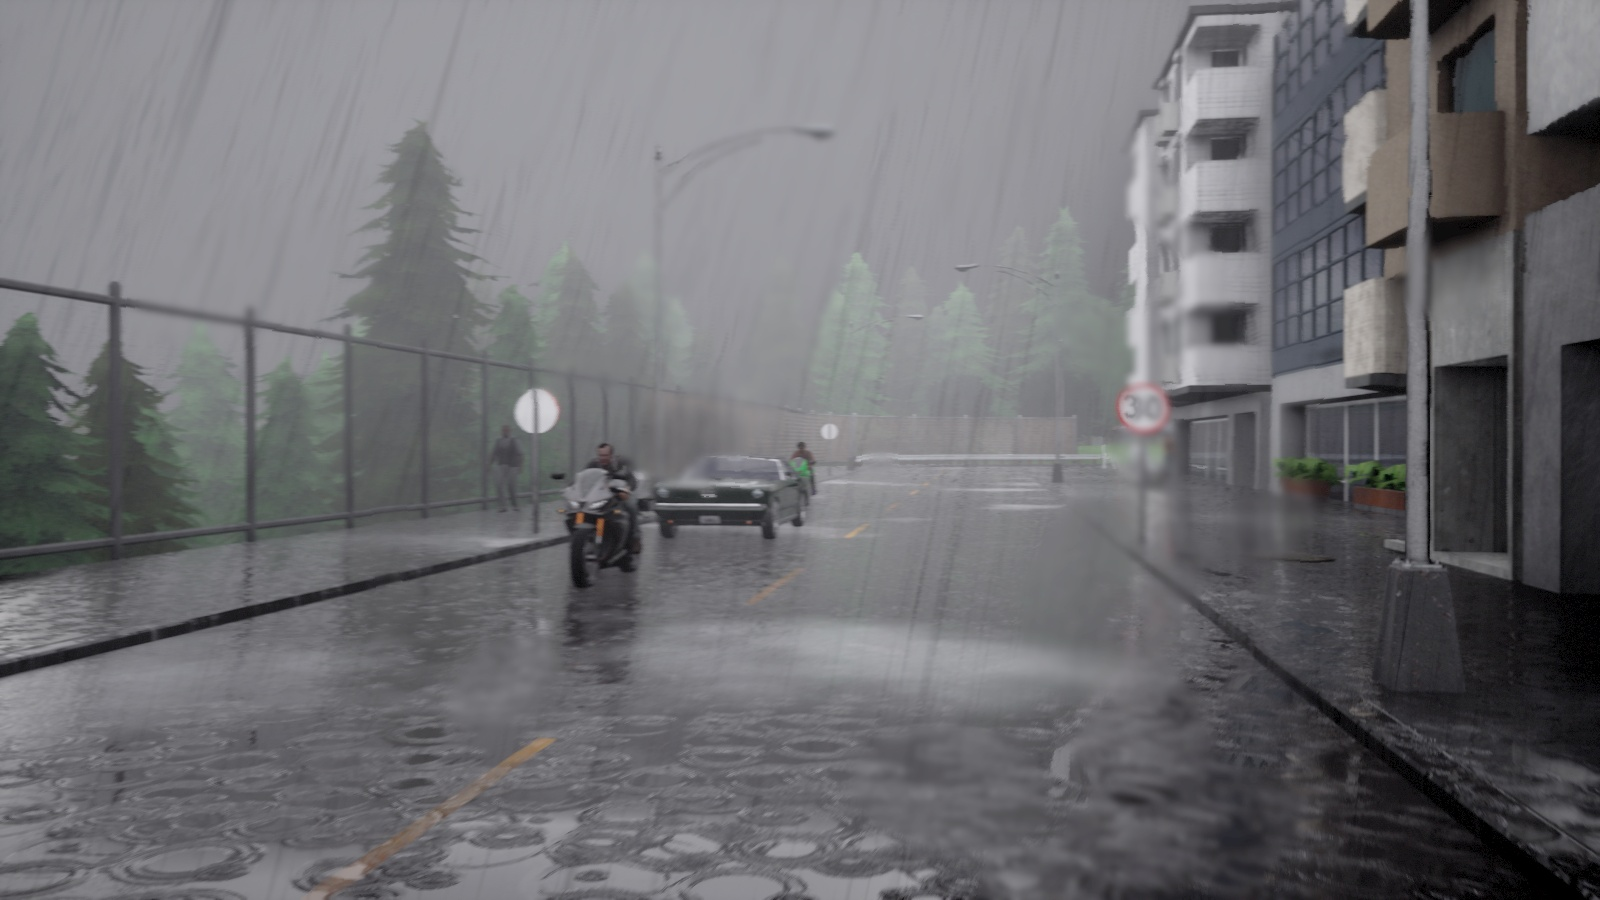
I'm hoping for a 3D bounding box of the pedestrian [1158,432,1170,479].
[{"bbox_3d":[14.449,0.212,49.858,0.345,1.836,0.594,0,0,8],"label":"pedestrian"}]

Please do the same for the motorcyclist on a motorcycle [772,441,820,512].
[{"bbox_3d":[-0.072,0.567,28.223,0.797,1.523,2.044,0,0,8],"label":"motorcyclist on a motorcycle"}]

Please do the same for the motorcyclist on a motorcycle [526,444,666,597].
[{"bbox_3d":[-2.174,0.699,13.714,0.866,1.530,2.191,0,0,9],"label":"motorcyclist on a motorcycle"}]

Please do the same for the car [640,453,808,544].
[{"bbox_3d":[-1.123,0.724,21.022,1.895,1.301,4.718,0,0,8],"label":"car"}]

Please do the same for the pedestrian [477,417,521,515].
[{"bbox_3d":[-5.876,0.305,24.574,0.563,1.883,0.849,0,0,8],"label":"pedestrian"}]
